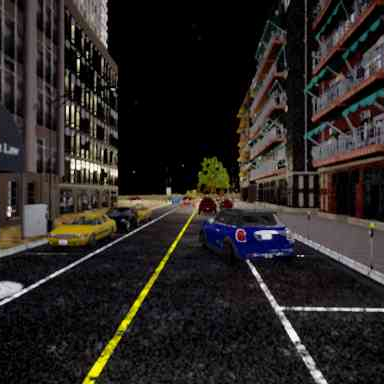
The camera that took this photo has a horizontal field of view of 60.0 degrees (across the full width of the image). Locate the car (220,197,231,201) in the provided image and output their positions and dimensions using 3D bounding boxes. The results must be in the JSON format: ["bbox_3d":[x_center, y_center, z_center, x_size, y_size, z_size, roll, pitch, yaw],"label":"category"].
[{"bbox_3d":[4.452,1.634,42.163,1.802,1.307,4.206,0,0,3],"label":"car"}]

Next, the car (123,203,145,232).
[{"bbox_3d":[-4.418,1.590,20.442,1.947,1.339,4.313,0,0,3],"label":"car"}]

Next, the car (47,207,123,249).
[{"bbox_3d":[-4.675,1.543,14.745,1.752,1.417,4.829,0,0,3],"label":"car"}]

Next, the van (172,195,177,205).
[{"bbox_3d":[-2.700,1.411,59.134,1.690,1.788,3.998,0,0,3],"label":"van"}]

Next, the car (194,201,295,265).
[{"bbox_3d":[1.748,1.367,12.033,2.097,1.767,4.553,0,0,-13],"label":"car"}]

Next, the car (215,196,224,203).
[{"bbox_3d":[5.937,1.631,72.161,1.887,1.381,4.507,0,0,3],"label":"car"}]

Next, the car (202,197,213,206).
[{"bbox_3d":[2.578,1.593,55.484,1.812,1.442,4.674,0,0,3],"label":"car"}]

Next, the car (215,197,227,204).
[{"bbox_3d":[5.547,1.628,64.241,2.008,1.369,4.403,0,0,3],"label":"car"}]

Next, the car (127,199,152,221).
[{"bbox_3d":[-4.176,1.556,25.800,1.752,1.417,4.829,0,0,3],"label":"car"}]

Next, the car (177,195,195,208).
[{"bbox_3d":[-0.613,1.410,49.253,2.097,1.767,4.553,0,0,3],"label":"car"}]

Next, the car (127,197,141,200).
[{"bbox_3d":[-16.386,1.929,93.996,4.206,1.307,1.802,-1,0,2],"label":"car"}]

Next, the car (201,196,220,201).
[{"bbox_3d":[1.696,1.522,35.915,1.882,1.535,5.008,0,0,3],"label":"car"}]
